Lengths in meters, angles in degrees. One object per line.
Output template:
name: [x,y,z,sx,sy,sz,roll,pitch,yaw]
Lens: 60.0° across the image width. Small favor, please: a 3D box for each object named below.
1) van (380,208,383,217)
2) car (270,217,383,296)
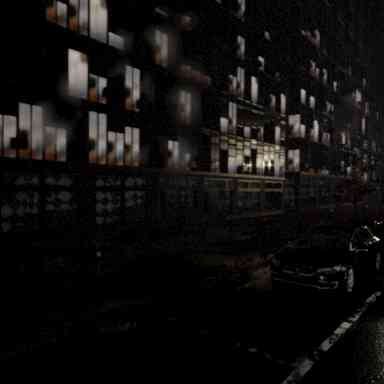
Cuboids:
van: [11.007,1.268,17.160,1.690,1.788,3.998,1,1,41]
car: [3.584,1.498,8.528,2.008,1.369,4.403,1,1,41]
